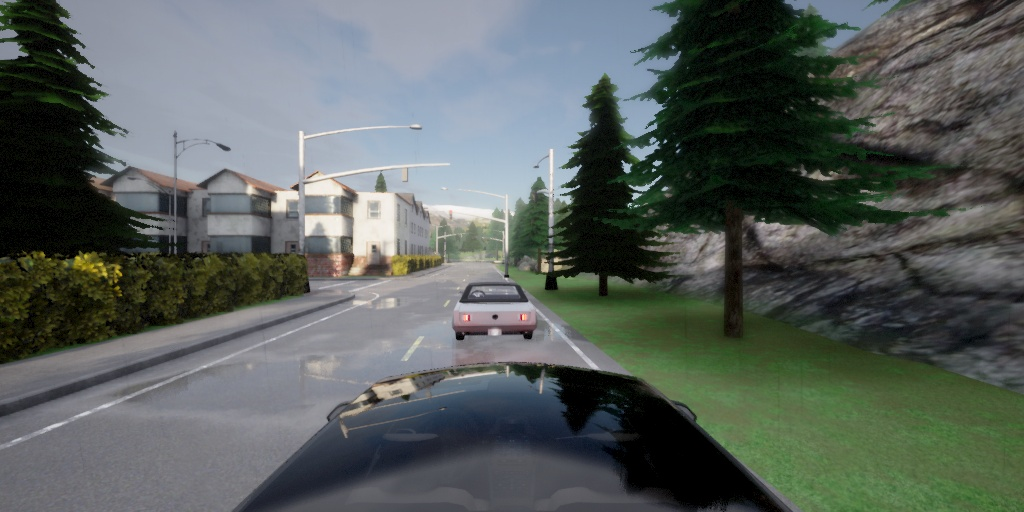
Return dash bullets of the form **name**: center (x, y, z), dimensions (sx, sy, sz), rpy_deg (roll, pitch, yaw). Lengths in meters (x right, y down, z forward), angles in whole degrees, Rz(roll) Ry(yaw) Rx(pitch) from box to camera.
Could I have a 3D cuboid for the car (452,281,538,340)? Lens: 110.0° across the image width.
- **car**: center (-0.520, 1.350, 9.930), dimensions (1.895, 1.301, 4.718), rpy_deg (0, 0, -4)
